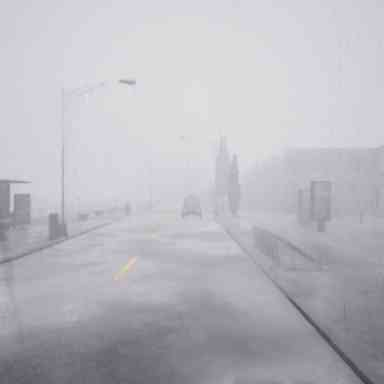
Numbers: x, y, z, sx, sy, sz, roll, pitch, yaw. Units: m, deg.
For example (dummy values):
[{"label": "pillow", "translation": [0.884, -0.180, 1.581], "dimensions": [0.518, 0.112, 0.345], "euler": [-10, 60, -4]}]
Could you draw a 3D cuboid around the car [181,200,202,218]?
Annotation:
[{"label": "car", "translation": [-0.027, 1.761, 32.085], "dimensions": [1.895, 1.301, 4.718], "euler": [0, 0, 0]}]

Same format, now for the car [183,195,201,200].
[{"label": "car", "translation": [-0.003, 1.451, 45.782], "dimensions": [2.150, 2.045, 5.566], "euler": [0, 0, 1]}]
